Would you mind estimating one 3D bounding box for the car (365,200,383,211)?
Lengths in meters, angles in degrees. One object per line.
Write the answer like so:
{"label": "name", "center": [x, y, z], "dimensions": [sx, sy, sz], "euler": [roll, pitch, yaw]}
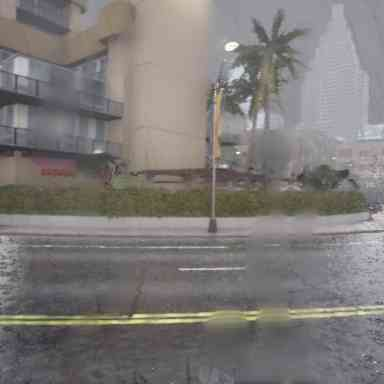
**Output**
{"label": "car", "center": [22.059, 1.597, 43.318], "dimensions": [4.902, 1.511, 2.128], "euler": [1, 0, 41]}
